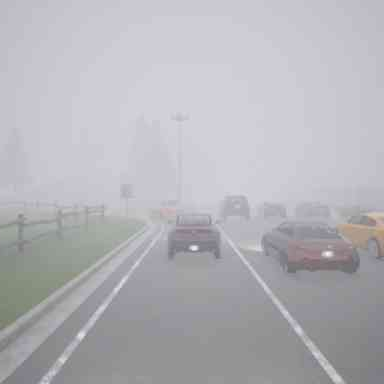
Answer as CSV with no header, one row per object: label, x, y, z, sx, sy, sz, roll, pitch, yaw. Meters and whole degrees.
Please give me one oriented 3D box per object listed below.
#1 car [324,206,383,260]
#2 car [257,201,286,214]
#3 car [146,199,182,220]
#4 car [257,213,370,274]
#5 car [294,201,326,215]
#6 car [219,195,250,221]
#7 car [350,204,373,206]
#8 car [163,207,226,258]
car,7.080,1.514,12.675,1.882,1.535,5.008,0,0,0
car,7.082,1.589,29.895,1.837,1.490,4.892,0,0,0
car,-2.389,1.434,28.918,2.097,1.767,4.553,0,0,-25
car,3.570,1.595,10.708,1.994,1.385,4.181,0,0,0
car,10.581,1.576,29.563,2.128,1.511,4.902,0,0,0
car,3.580,1.302,28.646,2.150,2.045,5.566,0,0,0
car,14.078,1.681,27.934,1.895,1.301,4.718,0,0,0
car,0.081,1.542,13.030,1.837,1.490,4.892,0,0,0
